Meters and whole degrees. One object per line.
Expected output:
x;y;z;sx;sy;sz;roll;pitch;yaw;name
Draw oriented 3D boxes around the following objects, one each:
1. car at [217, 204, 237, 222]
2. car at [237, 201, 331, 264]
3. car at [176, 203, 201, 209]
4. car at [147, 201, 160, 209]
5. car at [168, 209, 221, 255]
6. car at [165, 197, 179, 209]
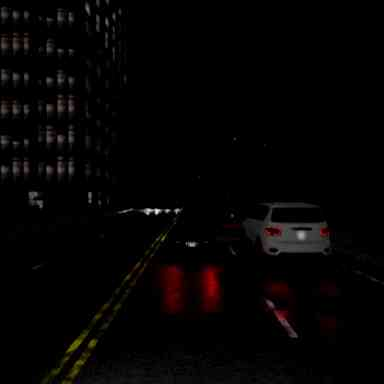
3.268;1.776;29.235;1.882;1.535;5.008;0;0;0;car
3.254;1.354;12.551;2.150;2.045;5.566;0;0;0;car
0.003;1.829;27.497;2.033;1.411;5.357;0;-1;0;car
-6.581;2.181;56.748;1.895;1.301;4.718;0;-1;0;car
0.017;1.668;13.888;1.812;1.442;4.674;0;0;0;car
-3.328;1.803;57.201;2.150;2.045;5.566;0;0;0;car
